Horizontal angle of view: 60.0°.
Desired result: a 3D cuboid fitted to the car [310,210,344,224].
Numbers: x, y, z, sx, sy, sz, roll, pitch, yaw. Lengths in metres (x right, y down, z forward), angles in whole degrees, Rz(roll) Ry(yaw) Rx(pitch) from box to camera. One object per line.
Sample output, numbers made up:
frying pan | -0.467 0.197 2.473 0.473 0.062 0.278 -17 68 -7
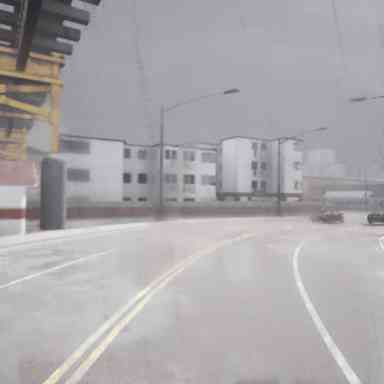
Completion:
car | 14.731 2.651 36.049 4.674 1.442 1.812 3 -2 -37

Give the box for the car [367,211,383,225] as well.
car | 20.816 2.770 35.657 4.902 1.511 2.128 3 -2 -33
